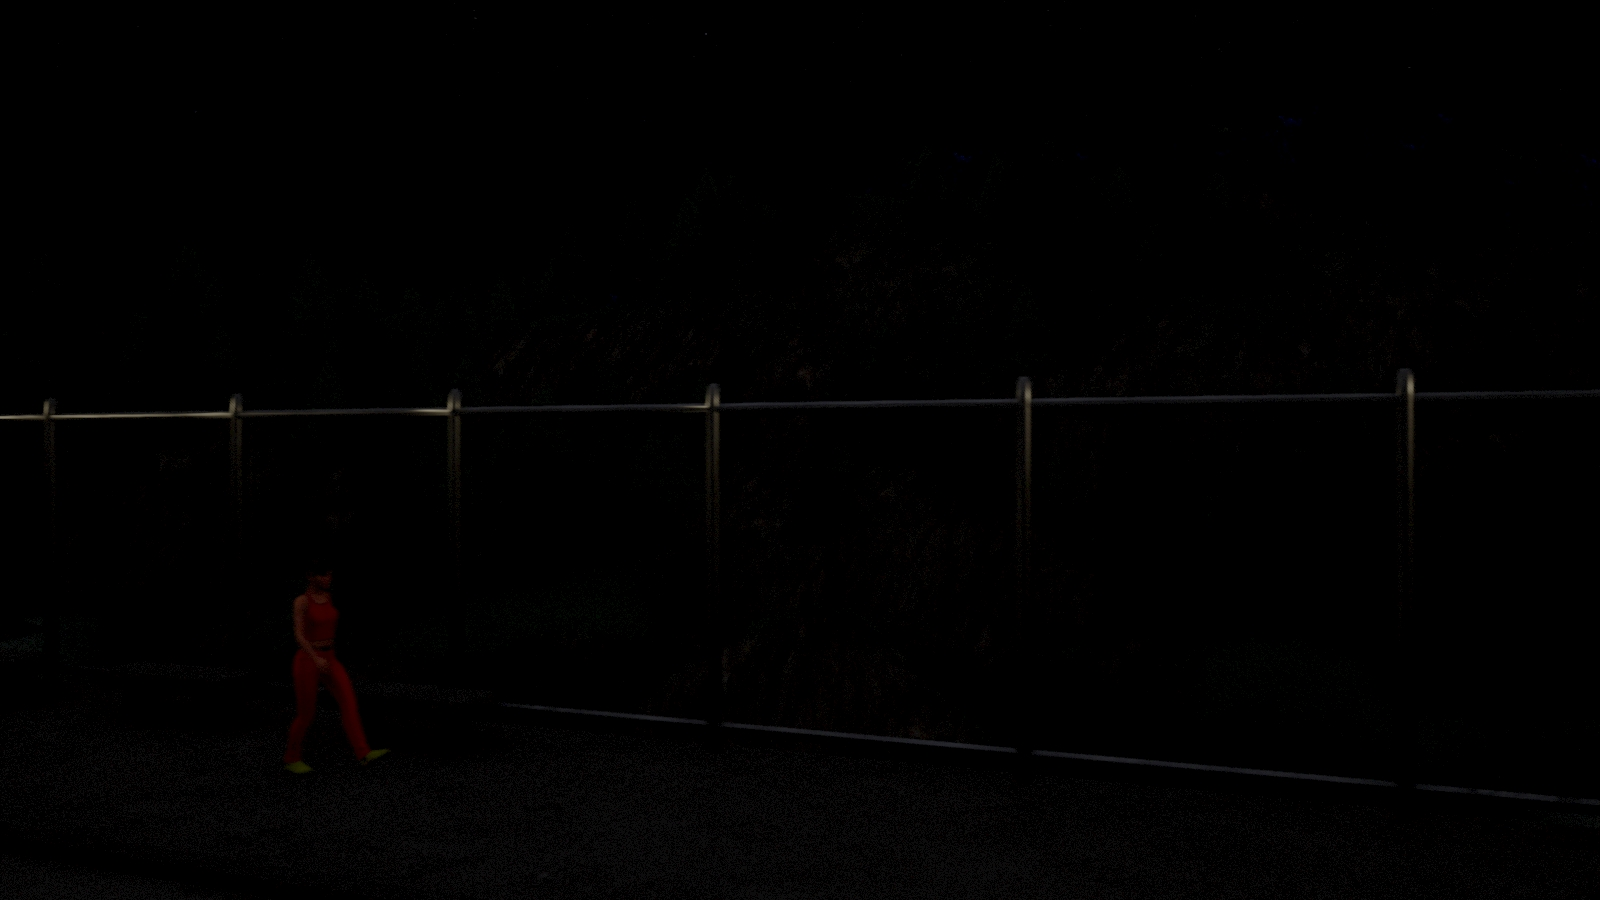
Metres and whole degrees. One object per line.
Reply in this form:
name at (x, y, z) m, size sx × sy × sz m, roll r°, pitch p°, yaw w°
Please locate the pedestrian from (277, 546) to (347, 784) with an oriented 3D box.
pedestrian at (-4.016, 1.744, 9.403) m, size 0.375 × 1.860 × 0.375 m, roll 0°, pitch 0°, yaw 21°
